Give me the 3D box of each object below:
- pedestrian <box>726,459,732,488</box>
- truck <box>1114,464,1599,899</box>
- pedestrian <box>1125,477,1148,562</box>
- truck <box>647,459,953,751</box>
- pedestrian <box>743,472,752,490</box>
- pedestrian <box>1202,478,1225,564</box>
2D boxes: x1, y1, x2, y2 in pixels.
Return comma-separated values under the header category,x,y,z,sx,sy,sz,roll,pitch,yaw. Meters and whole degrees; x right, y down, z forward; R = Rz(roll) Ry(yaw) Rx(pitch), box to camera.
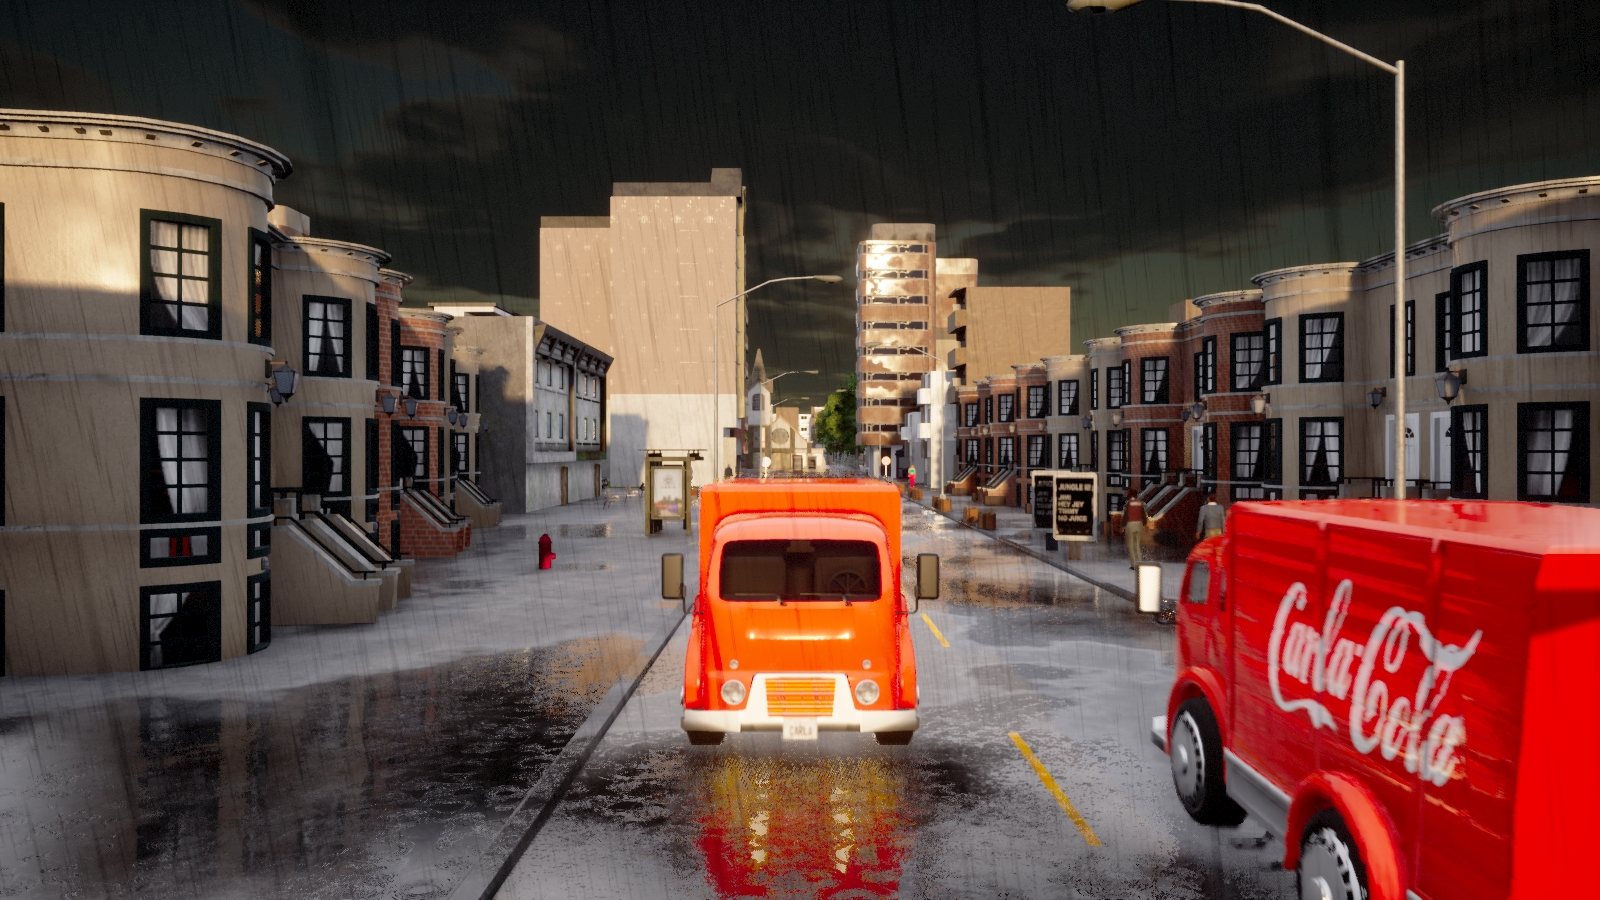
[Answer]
category,x,y,z,sx,sy,sz,roll,pitch,yaw
pedestrian,-4.731,1.554,75.810,0.375,1.860,0.375,0,0,-2
truck,4.000,1.352,7.174,2.627,2.467,5.204,0,0,0
pedestrian,7.430,1.534,25.264,0.375,1.860,0.375,0,0,-5
truck,0.000,1.353,12.429,2.627,2.467,5.204,0,0,0
pedestrian,-3.296,1.934,71.906,0.500,1.100,0.500,0,0,3
pedestrian,8.992,1.535,24.843,0.375,1.860,0.375,0,0,1
